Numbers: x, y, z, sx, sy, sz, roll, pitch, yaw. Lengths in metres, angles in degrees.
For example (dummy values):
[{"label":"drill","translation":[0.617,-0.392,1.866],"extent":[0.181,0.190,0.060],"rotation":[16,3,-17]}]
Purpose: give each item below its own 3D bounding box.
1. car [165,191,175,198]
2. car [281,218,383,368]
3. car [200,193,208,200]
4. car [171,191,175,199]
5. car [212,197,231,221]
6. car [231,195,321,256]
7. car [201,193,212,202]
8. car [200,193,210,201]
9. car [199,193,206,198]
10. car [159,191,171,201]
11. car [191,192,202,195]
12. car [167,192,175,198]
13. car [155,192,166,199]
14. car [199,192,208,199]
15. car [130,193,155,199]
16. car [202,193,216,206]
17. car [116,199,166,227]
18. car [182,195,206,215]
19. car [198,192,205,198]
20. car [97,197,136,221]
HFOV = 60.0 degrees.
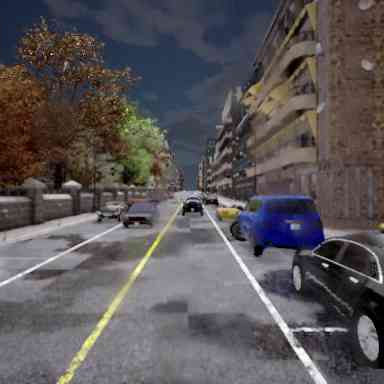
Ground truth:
[{"label":"car","translation":[-5.696,0.650,85.292],"extent":[2.192,1.841,5.009],"rotation":[1,0,0]},{"label":"car","translation":[3.143,1.459,5.646],"extent":[1.837,1.490,4.892],"rotation":[0,0,0]},{"label":"car","translation":[2.683,0.945,74.419],"extent":[1.752,1.417,4.829],"rotation":[1,0,0]},{"label":"car","translation":[-5.699,0.923,79.771],"extent":[1.887,1.381,4.507],"rotation":[1,0,0]},{"label":"car","translation":[2.696,1.332,24.709],"extent":[1.752,1.417,4.829],"rotation":[1,0,0]},{"label":"car","translation":[3.074,1.122,12.748],"extent":[2.150,2.045,5.566],"rotation":[0,1,-1]},{"label":"car","translation":[2.688,0.947,63.202],"extent":[1.967,1.590,4.097],"rotation":[1,0,0]},{"label":"car","translation":[2.684,1.008,68.725],"extent":[1.887,1.381,4.507],"rotation":[1,0,0]},{"label":"car","translation":[2.679,0.917,85.296],"extent":[1.802,1.307,4.206],"rotation":[1,0,0]},{"label":"car","translation":[-5.690,0.822,63.199],"extent":[2.192,1.841,5.009],"rotation":[1,0,0]},{"label":"car","translation":[0.078,1.095,49.016],"extent":[1.882,1.535,5.008],"rotation":[0,1,0]},{"label":"car","translation":[-5.702,0.837,90.817],"extent":[1.887,1.381,4.507],"rotation":[1,0,0]},{"label":"car","translation":[-5.692,1.159,52.155],"extent":[1.947,1.339,4.313],"rotation":[1,0,0]},{"label":"car","translation":[2.683,0.818,79.772],"extent":[1.967,1.590,4.097],"rotation":[1,0,0]},{"label":"car","translation":[-5.682,1.037,35.583],"extent":[2.192,1.841,5.009],"rotation":[1,0,0]},{"label":"car","translation":[2.689,1.202,46.633],"extent":[1.947,1.339,4.313],"rotation":[1,0,0]},{"label":"car","translation":[-3.106,1.380,21.382],"extent":[2.033,1.411,5.357],"rotation":[0,0,0]},{"label":"car","translation":[0.064,1.287,30.516],"extent":[1.812,1.442,4.674],"rotation":[0,1,0]},{"label":"car","translation":[2.678,0.817,90.989],"extent":[1.752,1.417,4.829],"rotation":[1,0,0]},{"label":"car","translation":[-5.684,1.359,24.538],"extent":[2.008,1.369,4.403],"rotation":[1,0,0]}]
